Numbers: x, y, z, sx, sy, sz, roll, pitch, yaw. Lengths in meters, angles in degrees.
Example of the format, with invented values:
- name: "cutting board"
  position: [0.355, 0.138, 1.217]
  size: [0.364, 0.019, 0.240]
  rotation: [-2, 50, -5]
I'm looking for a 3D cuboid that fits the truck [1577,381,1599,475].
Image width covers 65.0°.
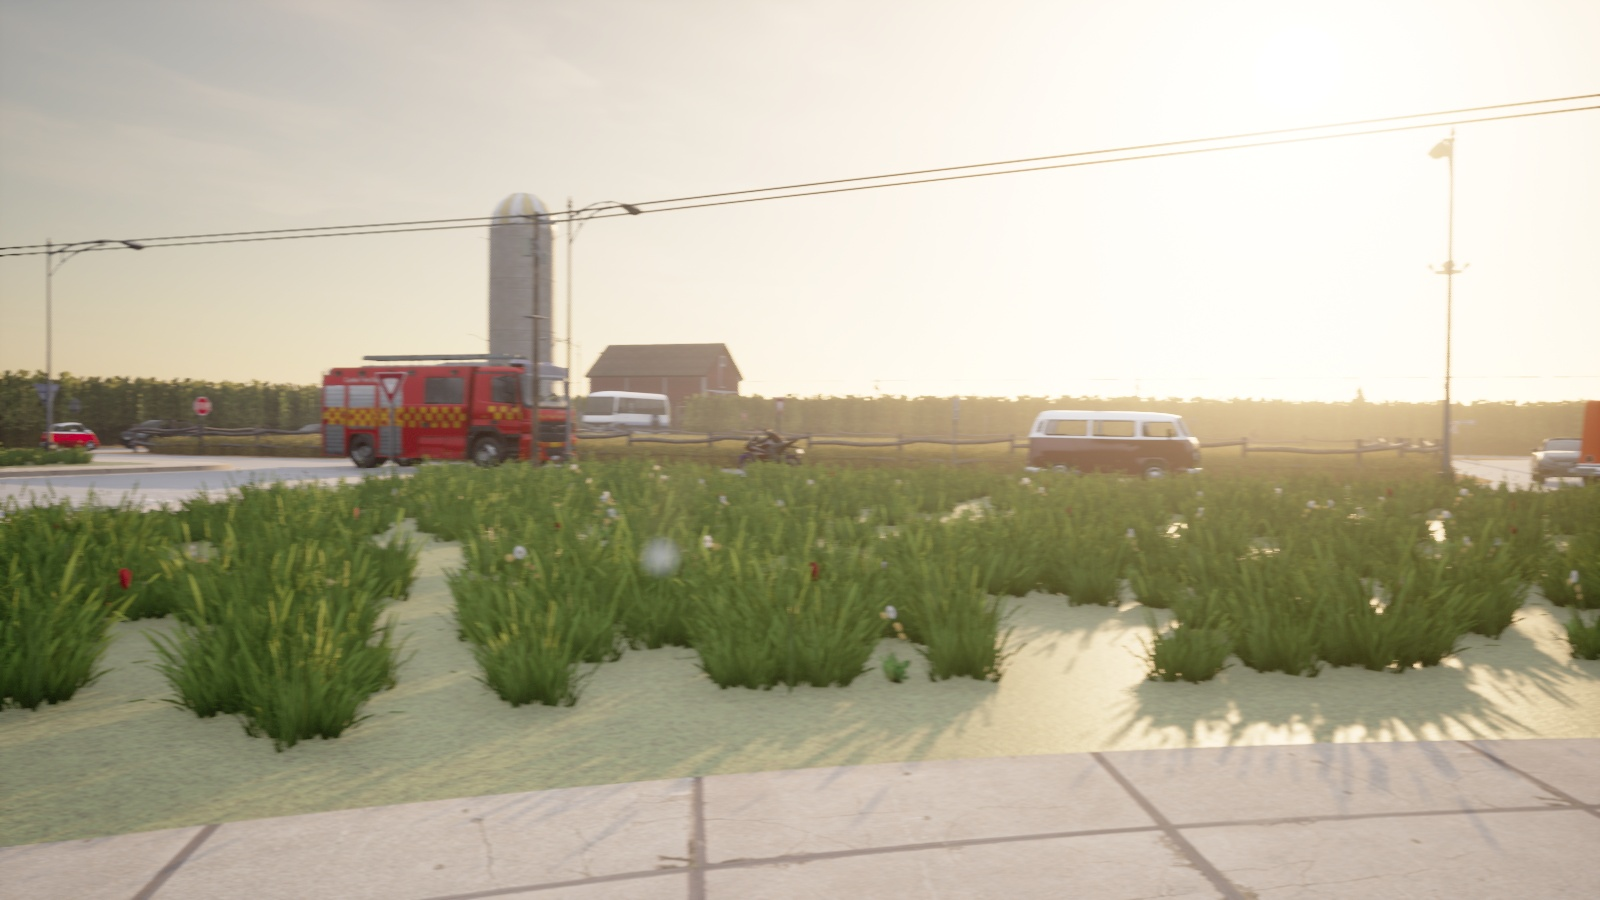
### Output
- name: "truck"
  position: [23.432, -0.615, 34.612]
  size: [2.627, 2.467, 5.204]
  rotation: [0, 1, 41]

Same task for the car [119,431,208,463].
- name: "car"
  position: [-34.216, -0.186, 67.601]
  size: [1.851, 1.617, 3.988]
  rotation: [0, 1, 23]

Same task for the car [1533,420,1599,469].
- name: "car"
  position: [24.228, -0.196, 39.408]
  size: [1.812, 1.442, 4.674]
  rotation: [0, 1, 27]

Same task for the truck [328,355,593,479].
- name: "truck"
  position: [-11.334, -1.025, 41.769]
  size: [8.468, 3.827, 2.891]
  rotation: [0, 1, 23]

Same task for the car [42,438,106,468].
- name: "car"
  position: [-34.561, 0.121, 59.817]
  size: [1.481, 1.376, 2.207]
  rotation: [1, 2, 33]

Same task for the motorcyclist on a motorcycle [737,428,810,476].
- name: "motorcyclist on a motorcycle"
  position: [-0.867, 0.067, 41.192]
  size: [2.191, 1.530, 0.866]
  rotation: [0, 1, 23]

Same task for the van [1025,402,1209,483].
- name: "van"
  position: [8.460, -0.207, 33.493]
  size: [4.480, 2.038, 2.069]
  rotation: [0, 1, 22]
